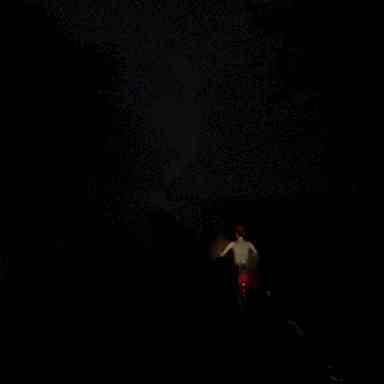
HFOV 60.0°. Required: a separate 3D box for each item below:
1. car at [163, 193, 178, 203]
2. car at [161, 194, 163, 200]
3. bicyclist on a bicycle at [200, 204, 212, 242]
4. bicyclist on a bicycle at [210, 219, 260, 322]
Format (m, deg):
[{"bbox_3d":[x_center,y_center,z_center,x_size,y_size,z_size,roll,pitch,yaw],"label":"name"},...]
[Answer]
[{"bbox_3d":[-3.493,1.129,57.515,2.033,1.411,5.357,0,1,-7],"label":"car"},{"bbox_3d":[-5.784,0.918,73.527,2.033,1.411,5.357,0,1,-9],"label":"car"},{"bbox_3d":[0.665,1.388,15.087,0.582,1.620,1.656,0,0,-2],"label":"bicyclist on a bicycle"},{"bbox_3d":[0.874,1.410,6.192,0.866,1.612,1.509,0,1,0],"label":"bicyclist on a bicycle"}]
